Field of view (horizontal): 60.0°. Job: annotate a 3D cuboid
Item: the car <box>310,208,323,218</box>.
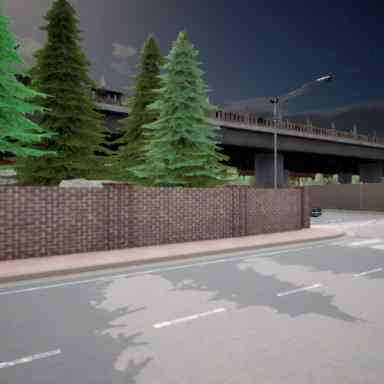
[{"bbox_3d":[9.370,1.652,30.093,1.895,1.301,4.718,0,0,-34],"label":"car"}]
